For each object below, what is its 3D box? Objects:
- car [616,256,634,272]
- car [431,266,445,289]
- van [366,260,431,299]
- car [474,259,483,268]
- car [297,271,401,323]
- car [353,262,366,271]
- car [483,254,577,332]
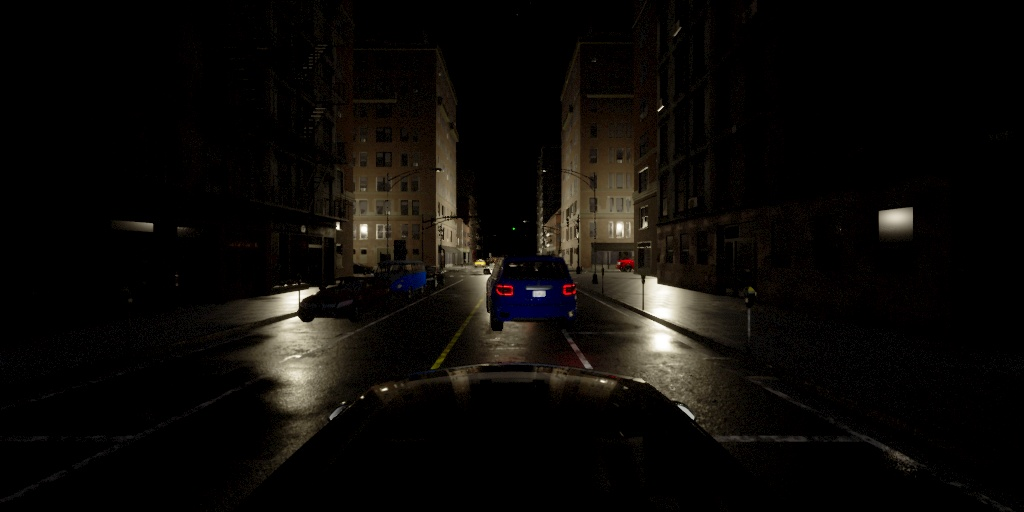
[{"bbox_3d":[15.336,0.880,42.985,5.566,2.045,2.150,0,0,0],"label":"car"},{"bbox_3d":[-5.389,1.301,22.937,2.007,1.370,4.403,0,0,0],"label":"car"},{"bbox_3d":[-5.391,1.091,17.531,1.690,1.789,3.998,0,0,0],"label":"van"},{"bbox_3d":[-5.384,1.277,60.730,1.751,1.417,4.829,0,0,0],"label":"car"},{"bbox_3d":[-5.393,1.332,12.124,1.802,1.307,4.207,0,0,0],"label":"car"},{"bbox_3d":[-17.588,1.405,39.986,4.181,1.385,1.994,0,0,0],"label":"car"},{"bbox_3d":[0.352,0.972,11.062,2.150,2.045,5.566,0,0,-6],"label":"car"}]
